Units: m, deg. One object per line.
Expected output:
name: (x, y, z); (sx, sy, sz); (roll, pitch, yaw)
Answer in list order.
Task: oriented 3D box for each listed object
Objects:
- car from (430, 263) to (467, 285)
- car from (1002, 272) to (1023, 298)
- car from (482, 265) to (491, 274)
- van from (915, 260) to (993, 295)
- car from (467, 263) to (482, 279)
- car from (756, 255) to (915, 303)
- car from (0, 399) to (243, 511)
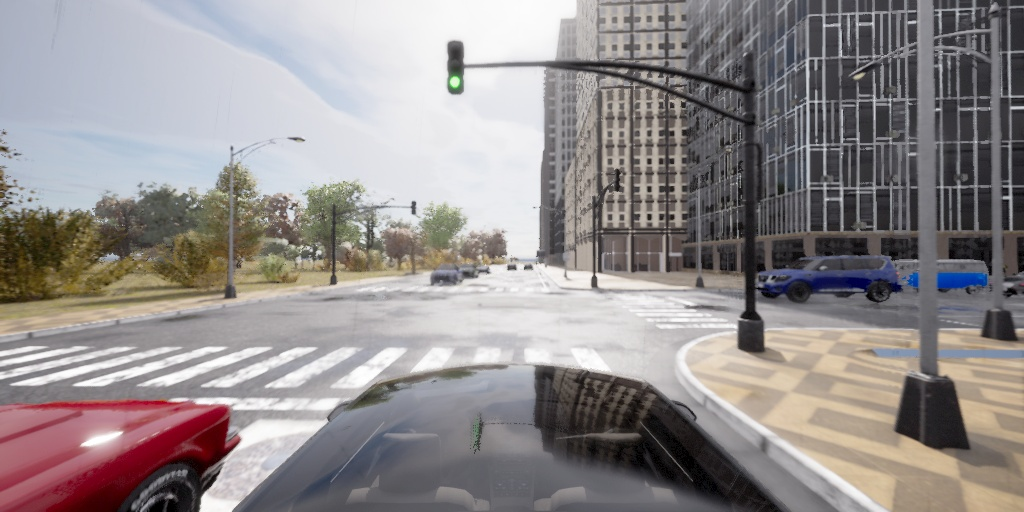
car: (-5.497, 1.472, 30.619); (2.097, 1.767, 4.553); (0, -1, 2)
car: (24.251, 1.190, 15.824); (4.902, 1.511, 2.128); (0, -1, 4)
car: (-4.310, 1.984, 53.347); (1.994, 1.385, 4.181); (0, 0, 3)
van: (21.958, 1.085, 18.677); (3.998, 1.789, 1.690); (0, 0, 4)
car: (-5.014, 1.600, 40.356); (2.097, 1.767, 4.553); (0, -1, 3)
car: (14.262, 1.007, 16.443); (5.566, 2.045, 2.150); (0, -1, 4)
car: (-3.111, 1.337, 0.733); (1.895, 1.301, 4.718); (0, -1, 0)
